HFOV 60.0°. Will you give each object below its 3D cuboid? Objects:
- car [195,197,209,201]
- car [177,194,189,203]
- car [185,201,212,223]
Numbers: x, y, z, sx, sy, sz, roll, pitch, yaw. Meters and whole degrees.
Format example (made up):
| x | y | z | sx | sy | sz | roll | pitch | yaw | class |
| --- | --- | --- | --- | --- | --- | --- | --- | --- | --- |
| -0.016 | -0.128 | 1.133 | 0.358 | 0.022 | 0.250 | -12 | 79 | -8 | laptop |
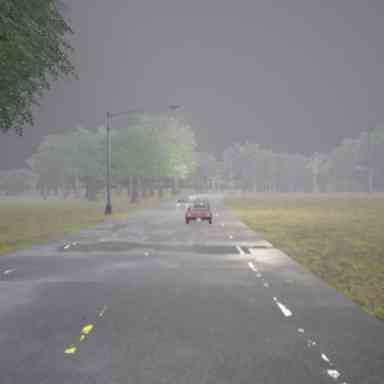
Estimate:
| x | y | z | sx | sy | sz | roll | pitch | yaw | class |
| --- | --- | --- | --- | --- | --- | --- | --- | --- | --- |
| 1.304 | 1.372 | 43.336 | 1.994 | 1.385 | 4.181 | 0 | 1 | 3 | car |
| -1.509 | 1.147 | 57.314 | 1.837 | 1.490 | 4.892 | 0 | 1 | 4 | car |
| 0.519 | 1.567 | 24.757 | 1.895 | 1.301 | 4.718 | 0 | 0 | 2 | car |
